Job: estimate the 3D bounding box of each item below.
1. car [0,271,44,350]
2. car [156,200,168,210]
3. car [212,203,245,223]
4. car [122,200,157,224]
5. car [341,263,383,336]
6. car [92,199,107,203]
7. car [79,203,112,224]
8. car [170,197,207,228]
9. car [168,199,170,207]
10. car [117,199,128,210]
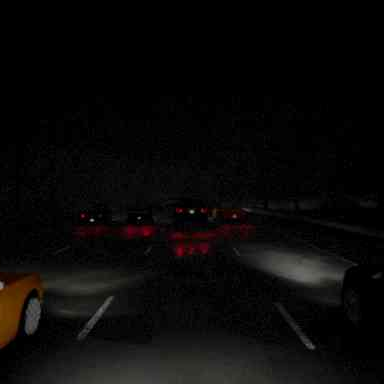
[{"bbox_3d":[-3.400,1.504,3.565,1.882,1.535,5.008,0,0,0],"label":"car"},{"bbox_3d":[-5.519,1.884,47.717,2.033,1.411,5.357,0,0,-21],"label":"car"},{"bbox_3d":[2.901,1.669,27.200,1.882,1.535,5.008,0,-1,-6],"label":"car"},{"bbox_3d":[-4.025,1.676,26.221,2.128,1.511,4.902,0,0,-6],"label":"car"},{"bbox_3d":[3.600,1.521,4.097,2.128,1.511,4.902,0,0,0],"label":"car"},{"bbox_3d":[-13.588,1.822,48.929,1.882,1.535,5.008,0,0,-23],"label":"car"},{"bbox_3d":[-7.528,1.788,26.467,1.895,1.301,4.718,0,0,-6],"label":"car"},{"bbox_3d":[-0.225,1.388,23.853,2.150,2.045,5.566,0,-1,-4],"label":"car"},{"bbox_3d":[-3.590,1.893,52.274,1.812,1.442,4.674,0,0,-23],"label":"car"},{"bbox_3d":[-9.750,1.822,48.886,1.882,1.535,5.008,0,0,-22],"label":"car"}]
